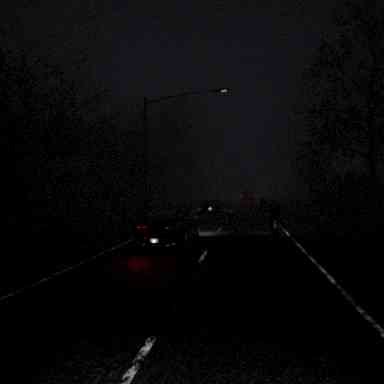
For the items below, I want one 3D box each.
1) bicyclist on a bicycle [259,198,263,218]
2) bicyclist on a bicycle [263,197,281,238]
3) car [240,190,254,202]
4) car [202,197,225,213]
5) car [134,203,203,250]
[{"bbox_3d":[5.218,1.230,24.323,0.582,1.620,1.656,0,0,9],"label":"bicyclist on a bicycle"},{"bbox_3d":[3.838,1.227,15.624,0.659,1.776,1.843,0,1,9],"label":"bicyclist on a bicycle"},{"bbox_3d":[9.682,0.688,57.989,2.150,2.045,5.566,0,1,8],"label":"car"},{"bbox_3d":[1.994,1.203,31.887,1.837,1.490,4.892,0,1,9],"label":"car"},{"bbox_3d":[-0.895,1.371,13.665,1.837,1.490,4.892,0,1,9],"label":"car"}]
